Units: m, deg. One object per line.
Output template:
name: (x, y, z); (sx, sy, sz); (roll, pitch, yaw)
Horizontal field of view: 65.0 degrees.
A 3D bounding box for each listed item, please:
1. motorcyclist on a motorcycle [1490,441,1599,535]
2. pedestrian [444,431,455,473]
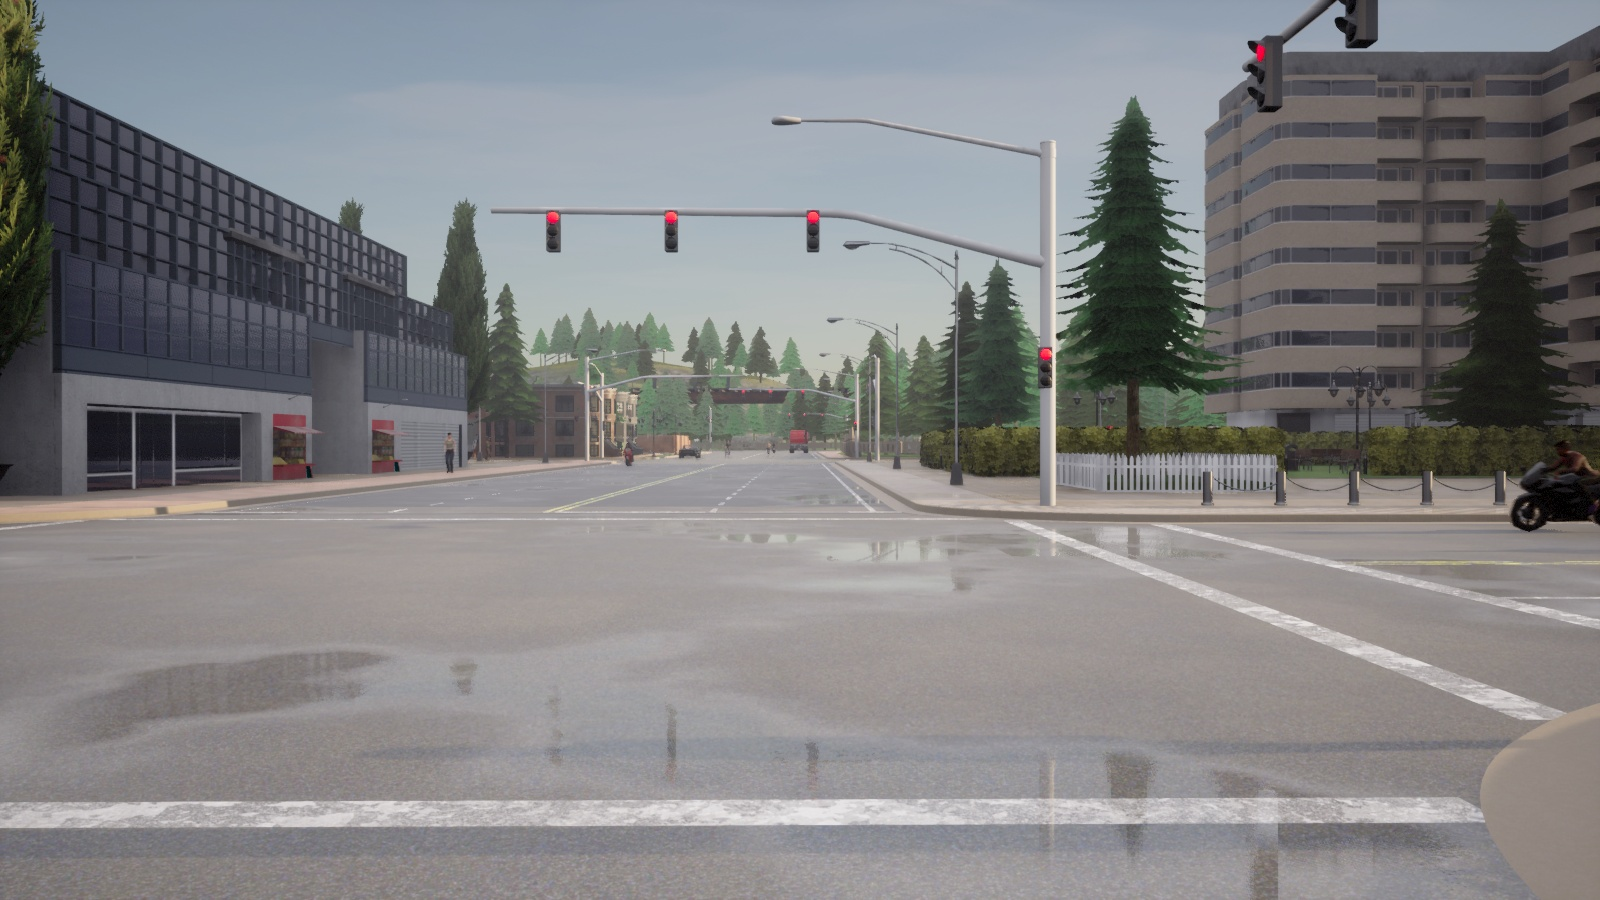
motorcyclist on a motorcycle: (12.680, 0.621, 20.803); (2.044, 1.523, 0.797); (0, 0, 0)
pedestrian: (-15.569, 0.078, 55.775); (0.345, 1.836, 0.594); (0, 0, 0)
